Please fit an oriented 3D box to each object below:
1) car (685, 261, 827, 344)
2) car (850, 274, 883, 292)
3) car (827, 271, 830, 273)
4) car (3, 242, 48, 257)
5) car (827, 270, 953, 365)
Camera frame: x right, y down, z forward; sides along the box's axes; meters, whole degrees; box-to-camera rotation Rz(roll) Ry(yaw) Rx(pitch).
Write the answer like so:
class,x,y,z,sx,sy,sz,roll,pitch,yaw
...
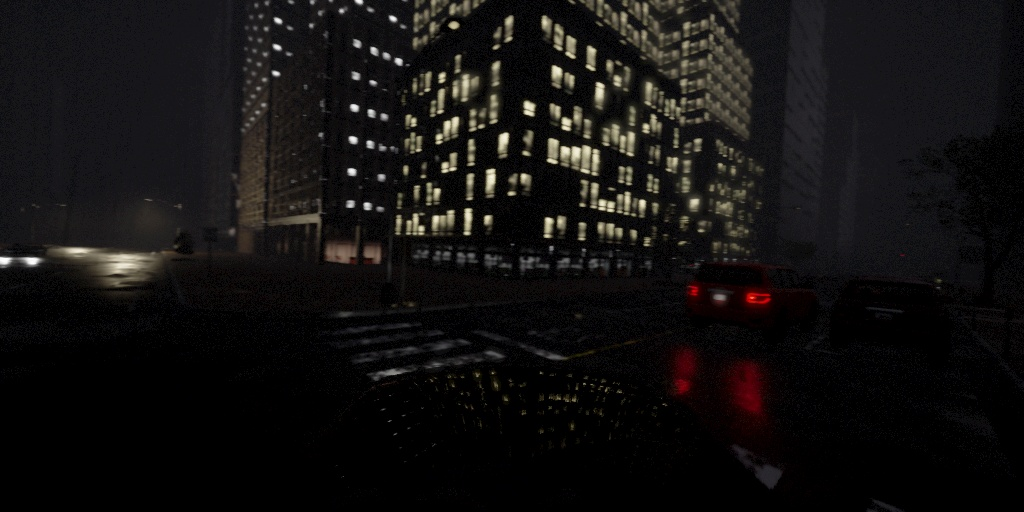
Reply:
class,x,y,z,sx,sy,sz,roll,pitch,yaw
car,7.453,1.237,10.965,5.566,2.045,2.150,2,1,-39
car,33.337,2.473,33.698,4.674,1.442,1.812,2,1,-41
car,37.938,2.442,45.032,4.097,1.591,1.967,0,0,-42
car,-44.546,-0.591,32.900,1.895,1.301,4.718,2,1,-45
car,9.982,1.479,9.552,5.009,1.841,2.192,0,0,-42
